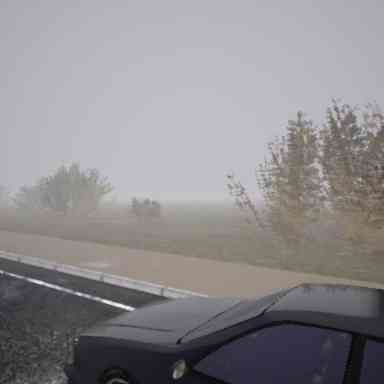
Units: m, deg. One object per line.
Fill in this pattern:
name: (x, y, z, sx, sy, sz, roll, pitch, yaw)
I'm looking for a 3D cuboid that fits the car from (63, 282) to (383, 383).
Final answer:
car: (1.258, 1.547, 2.664, 5.357, 1.411, 2.033, 0, 0, 35)
